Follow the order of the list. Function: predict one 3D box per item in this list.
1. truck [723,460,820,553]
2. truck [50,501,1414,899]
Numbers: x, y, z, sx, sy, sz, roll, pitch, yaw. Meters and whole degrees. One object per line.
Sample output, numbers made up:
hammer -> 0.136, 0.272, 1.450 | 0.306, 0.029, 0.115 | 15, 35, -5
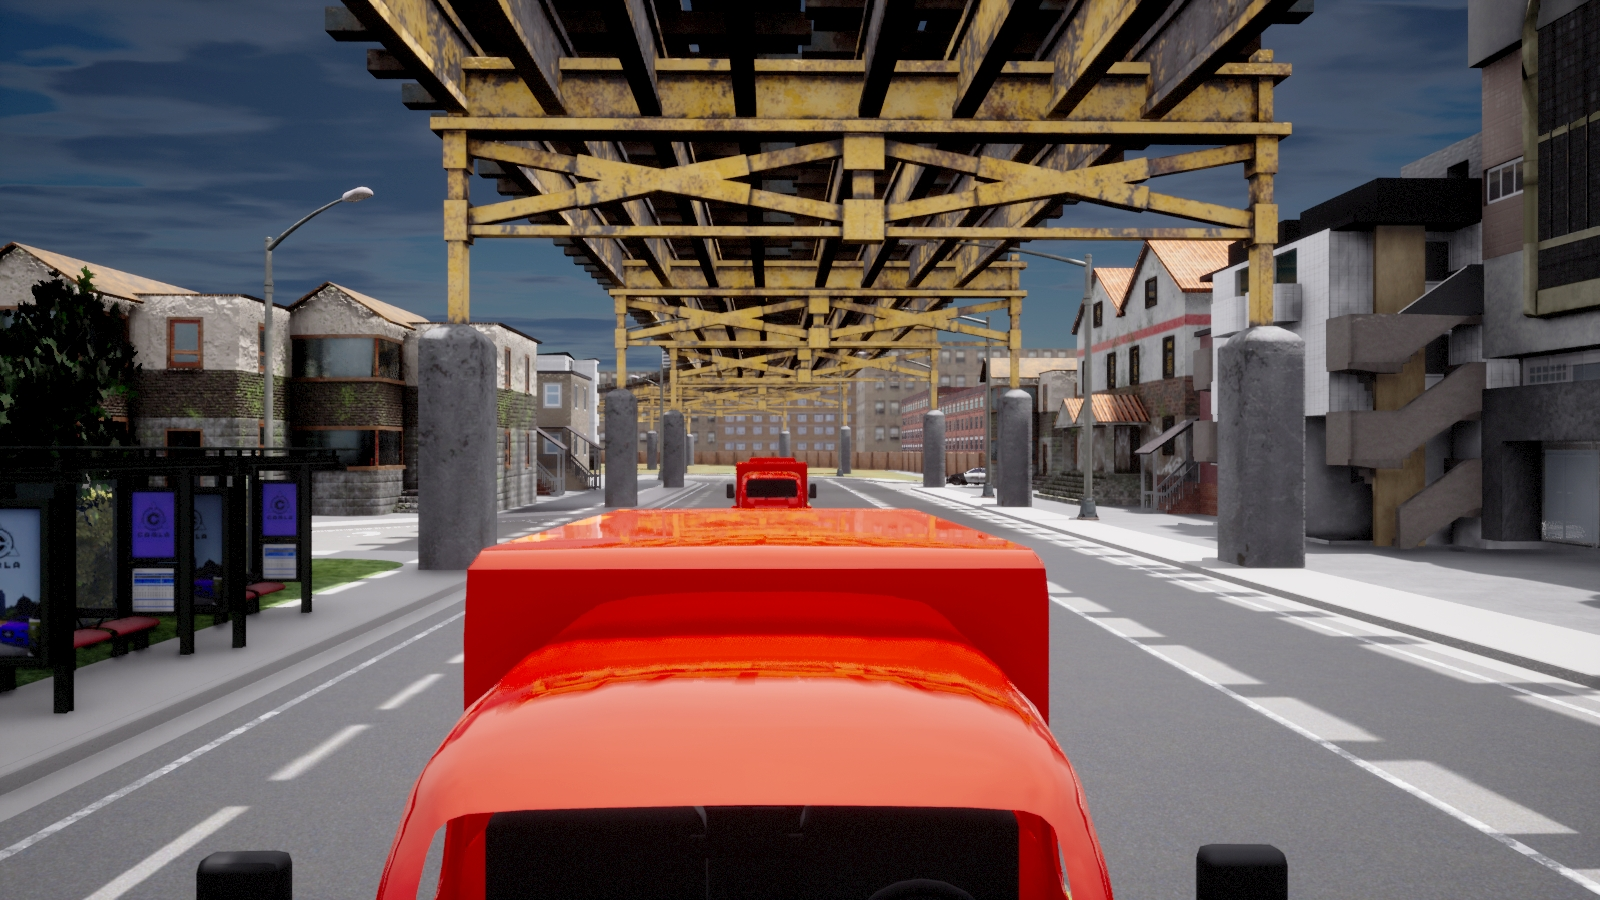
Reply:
truck -> -0.834, 1.567, 33.621 | 2.627, 2.467, 5.204 | 0, 0, -1
truck -> -0.167, 1.568, 4.803 | 2.627, 2.467, 5.204 | 0, 0, -1
